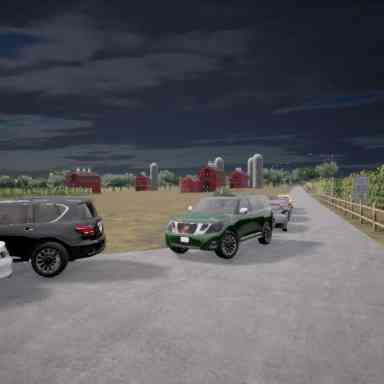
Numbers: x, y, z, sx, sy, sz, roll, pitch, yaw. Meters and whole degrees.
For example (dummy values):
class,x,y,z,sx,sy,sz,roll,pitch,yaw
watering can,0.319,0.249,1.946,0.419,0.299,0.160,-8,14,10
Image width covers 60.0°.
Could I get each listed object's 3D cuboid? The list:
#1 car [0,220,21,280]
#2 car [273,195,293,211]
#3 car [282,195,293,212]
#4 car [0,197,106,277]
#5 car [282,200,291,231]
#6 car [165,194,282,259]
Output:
class,x,y,z,sx,sy,sz,roll,pitch,yaw
car,-6.274,1.612,6.692,4.674,1.442,1.812,-2,2,-36
car,10.049,1.095,36.444,1.882,1.535,5.008,0,1,18
car,6.298,1.225,24.700,1.882,1.535,5.008,0,0,18
car,-5.351,1.223,9.582,5.566,2.045,2.150,-1,1,-4
car,4.440,1.372,18.969,1.994,1.385,4.181,0,0,17
car,1.316,1.103,12.648,2.150,2.045,5.566,0,0,34
